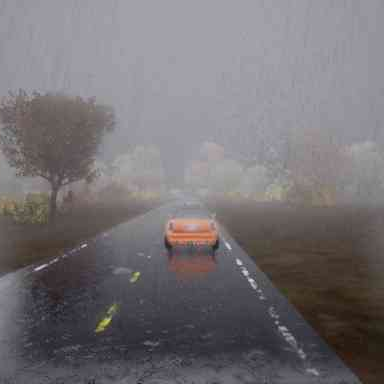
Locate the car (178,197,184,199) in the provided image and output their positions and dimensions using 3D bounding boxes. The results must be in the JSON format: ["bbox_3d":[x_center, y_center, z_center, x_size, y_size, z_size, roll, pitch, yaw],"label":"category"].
[{"bbox_3d":[0.000,1.487,29.650,2.128,1.511,4.902,0,0,0],"label":"car"}]

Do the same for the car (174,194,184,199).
[{"bbox_3d":[-3.000,1.260,76.773,2.097,1.767,4.553,0,0,0],"label":"car"}]

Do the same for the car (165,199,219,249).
[{"bbox_3d":[0.000,1.366,14.620,2.097,1.767,4.553,0,0,0],"label":"car"}]
